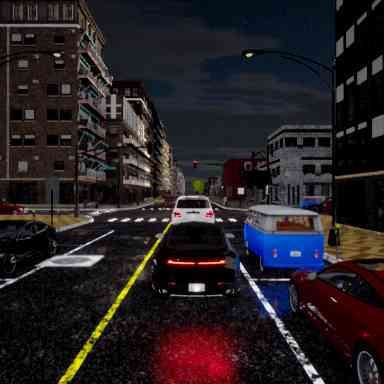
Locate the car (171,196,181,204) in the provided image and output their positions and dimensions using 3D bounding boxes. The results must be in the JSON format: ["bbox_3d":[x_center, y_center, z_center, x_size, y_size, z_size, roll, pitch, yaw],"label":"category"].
[{"bbox_3d":[-3.145,1.581,68.184,1.812,1.442,4.674,0,0,0],"label":"car"}]

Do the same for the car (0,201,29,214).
[{"bbox_3d":[-17.526,1.535,31.101,4.206,1.307,1.802,0,0,0],"label":"car"}]

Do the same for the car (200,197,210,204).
[{"bbox_3d":[2.565,1.634,66.194,1.802,1.307,4.206,0,0,0],"label":"car"}]

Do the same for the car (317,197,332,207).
[{"bbox_3d":[14.862,1.359,31.244,5.009,1.841,2.192,0,0,0],"label":"car"}]

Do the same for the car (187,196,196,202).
[{"bbox_3d":[-0.157,1.618,81.499,2.033,1.411,5.357,0,0,0],"label":"car"}]

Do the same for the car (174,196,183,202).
[{"bbox_3d":[-3.151,1.624,78.200,1.994,1.385,4.181,0,0,0],"label":"car"}]

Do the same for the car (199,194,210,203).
[{"bbox_3d":[2.556,1.376,71.734,2.192,1.841,5.009,0,0,0],"label":"car"}]

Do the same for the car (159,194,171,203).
[{"bbox_3d":[-5.825,1.376,71.717,2.192,1.841,5.009,0,0,0],"label":"car"}]

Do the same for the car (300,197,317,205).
[{"bbox_3d":[15.075,1.620,36.997,5.357,1.411,2.033,0,0,2],"label":"car"}]

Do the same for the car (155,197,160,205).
[{"bbox_3d":[-5.804,1.569,60.468,1.752,1.417,4.829,0,0,0],"label":"car"}]

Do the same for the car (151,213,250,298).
[{"bbox_3d":[0.081,1.506,8.511,1.837,1.490,4.892,0,0,0],"label":"car"}]

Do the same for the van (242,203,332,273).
[{"bbox_3d":[2.641,1.343,10.329,1.690,1.788,3.998,0,0,0],"label":"van"}]

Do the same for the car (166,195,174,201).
[{"bbox_3d":[-5.858,1.617,88.164,1.752,1.417,4.829,0,0,0],"label":"car"}]

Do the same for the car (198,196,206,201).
[{"bbox_3d":[2.523,1.643,88.351,2.008,1.369,4.403,0,0,0],"label":"car"}]

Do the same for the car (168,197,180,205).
[{"bbox_3d":[-3.189,1.643,59.128,1.895,1.301,4.718,0,0,0],"label":"car"}]

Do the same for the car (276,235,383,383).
[{"bbox_3d":[2.651,1.582,4.640,1.802,1.307,4.206,0,0,0],"label":"car"}]

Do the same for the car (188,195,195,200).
[{"bbox_3d":[-0.176,1.584,91.949,1.895,1.301,4.718,0,0,0],"label":"car"}]

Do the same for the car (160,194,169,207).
[{"bbox_3d":[-3.196,1.383,50.185,2.097,1.767,4.553,0,0,0],"label":"car"}]

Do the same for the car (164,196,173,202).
[{"bbox_3d":[-5.848,1.632,82.795,2.008,1.369,4.403,0,0,0],"label":"car"}]

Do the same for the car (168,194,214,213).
[{"bbox_3d":[0.054,1.225,18.512,2.150,2.045,5.566,0,0,0],"label":"car"}]

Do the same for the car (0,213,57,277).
[{"bbox_3d":[-5.707,1.567,10.338,1.947,1.339,4.313,0,0,0],"label":"car"}]

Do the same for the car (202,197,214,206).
[{"bbox_3d":[2.587,1.562,55.286,1.752,1.417,4.829,0,0,0],"label":"car"}]
